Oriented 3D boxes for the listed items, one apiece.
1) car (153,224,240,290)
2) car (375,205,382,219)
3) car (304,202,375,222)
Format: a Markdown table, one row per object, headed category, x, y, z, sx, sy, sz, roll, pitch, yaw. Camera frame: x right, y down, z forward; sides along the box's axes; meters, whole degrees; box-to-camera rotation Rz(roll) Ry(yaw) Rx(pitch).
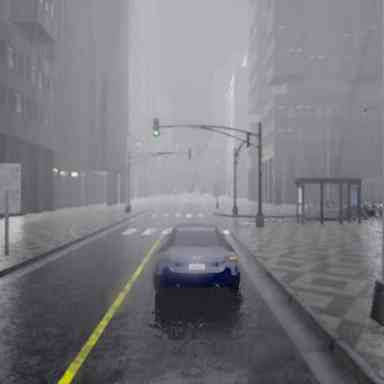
| category | x | y | z | sx | sy | sz | roll | pitch | yaw |
| --- | --- | --- | --- | --- | --- | --- | --- | --- | --- |
| car | 0.101 | 1.539 | 9.017 | 1.994 | 1.385 | 4.181 | 0 | 0 | 0 |
| car | 12.899 | 1.459 | 26.150 | 4.718 | 1.301 | 1.895 | 0 | -1 | 0 |
| car | 9.788 | 1.407 | 22.879 | 4.181 | 1.385 | 1.994 | 0 | -1 | -1 |
